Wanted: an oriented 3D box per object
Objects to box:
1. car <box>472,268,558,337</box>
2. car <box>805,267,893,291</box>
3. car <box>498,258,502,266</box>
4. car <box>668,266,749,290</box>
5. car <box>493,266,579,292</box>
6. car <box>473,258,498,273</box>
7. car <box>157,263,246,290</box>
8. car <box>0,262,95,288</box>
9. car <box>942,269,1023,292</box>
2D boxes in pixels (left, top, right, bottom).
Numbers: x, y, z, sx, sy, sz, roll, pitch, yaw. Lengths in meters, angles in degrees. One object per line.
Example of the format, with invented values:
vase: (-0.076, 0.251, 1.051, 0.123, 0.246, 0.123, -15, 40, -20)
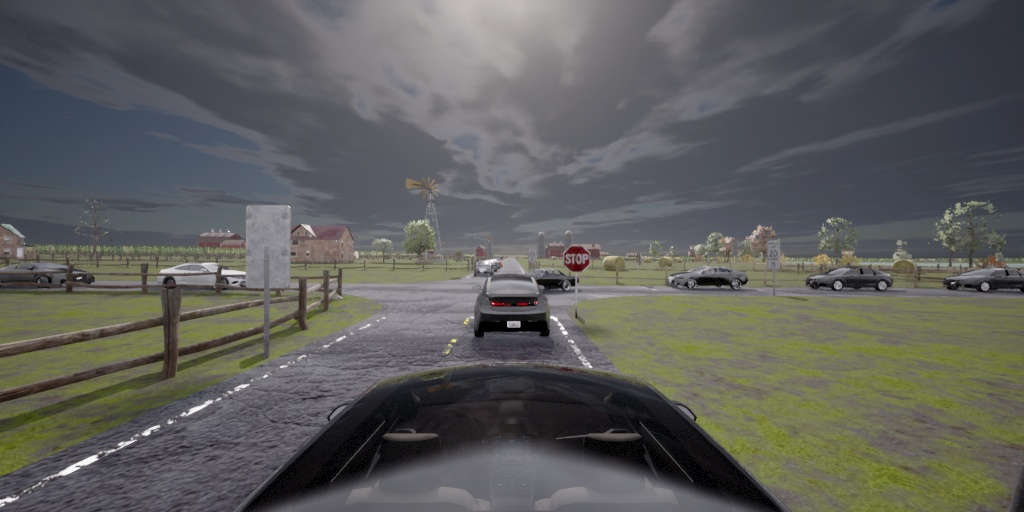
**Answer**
car: (-0.069, 1.256, 10.297, 1.837, 1.490, 4.892, 0, 0, -3)
car: (22.212, 1.498, 23.730, 4.892, 1.490, 1.837, 1, -1, -1)
car: (-2.827, 1.239, 46.431, 2.128, 1.511, 4.902, 0, 0, 0)
car: (12.810, 1.396, 23.565, 4.902, 1.511, 2.128, 1, -1, -2)
car: (1.510, 1.368, 20.342, 4.718, 1.301, 1.895, 1, 0, -35)
car: (-2.839, 1.241, 36.985, 2.128, 1.511, 4.902, 0, 0, 0)
car: (-17.233, 1.103, 20.263, 4.674, 1.442, 1.812, 1, -1, -1)
car: (-26.353, 1.047, 20.147, 4.181, 1.385, 1.994, 1, -1, -1)
car: (31.715, 1.586, 23.846, 4.892, 1.490, 1.837, 1, -1, -1)
